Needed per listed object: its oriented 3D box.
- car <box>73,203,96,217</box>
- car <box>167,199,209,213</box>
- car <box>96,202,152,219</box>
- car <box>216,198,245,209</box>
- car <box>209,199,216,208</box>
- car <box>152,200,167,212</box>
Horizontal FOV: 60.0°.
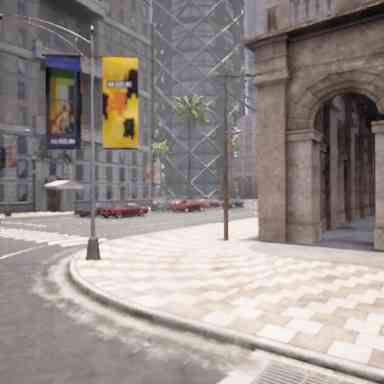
[{"bbox_3d":[-9.151,1.737,33.452,2.033,1.411,5.357,0,0,35],"label":"car"},{"bbox_3d":[-0.409,1.643,39.710,1.882,1.535,5.008,-1,0,36],"label":"car"},{"bbox_3d":[-6.328,1.766,31.380,1.895,1.301,4.718,0,0,35],"label":"car"},{"bbox_3d":[6.006,1.669,48.598,1.837,1.490,4.892,-1,0,36],"label":"car"},{"bbox_3d":[2.509,1.715,49.741,1.812,1.442,4.674,-1,0,36],"label":"car"},{"bbox_3d":[-3.360,1.754,41.599,1.994,1.385,4.181,-1,0,36],"label":"car"}]
